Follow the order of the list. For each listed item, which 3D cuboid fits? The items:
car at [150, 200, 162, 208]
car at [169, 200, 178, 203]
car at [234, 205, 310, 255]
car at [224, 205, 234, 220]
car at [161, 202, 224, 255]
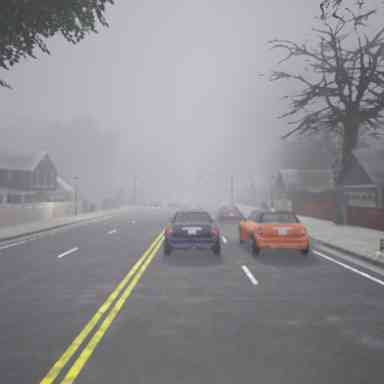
[{"bbox_3d":[-6.495,2.138,60.445,1.994,1.385,4.181,0,-1,0],"label":"car"},{"bbox_3d":[-3.245,2.098,60.345,1.812,1.442,4.674,0,-1,0],"label":"car"},{"bbox_3d":[3.254,1.484,14.072,2.097,1.767,4.553,0,-1,0],"label":"car"},{"bbox_3d":[3.259,1.844,29.293,1.994,1.385,4.181,0,-1,0],"label":"car"},{"bbox_3d":[0.005,1.484,14.074,2.097,1.767,4.553,0,-1,0],"label":"car"}]
